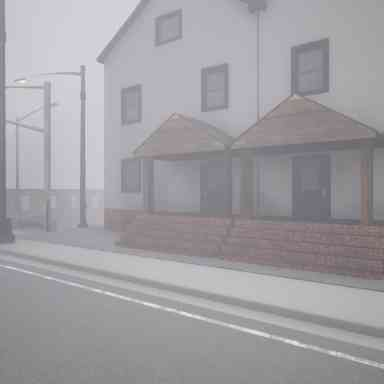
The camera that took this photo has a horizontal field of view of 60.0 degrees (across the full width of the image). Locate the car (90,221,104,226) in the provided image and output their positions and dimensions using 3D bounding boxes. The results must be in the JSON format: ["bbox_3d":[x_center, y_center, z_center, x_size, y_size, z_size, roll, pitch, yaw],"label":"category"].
[{"bbox_3d":[-8.950,3.820,36.397,2.097,1.767,4.553,0,-12,35],"label":"car"}]

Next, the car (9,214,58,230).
[{"bbox_3d":[-14.051,2.655,29.306,1.994,1.385,4.181,0,-9,36],"label":"car"}]
